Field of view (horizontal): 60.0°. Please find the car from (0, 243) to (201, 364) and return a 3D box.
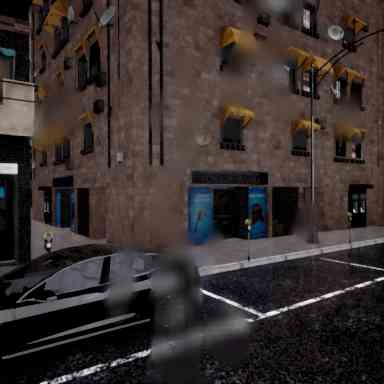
[{"bbox_3d":[-1.837,1.566,5.256,4.313,1.339,1.947,0,0,-36],"label":"car"}]
